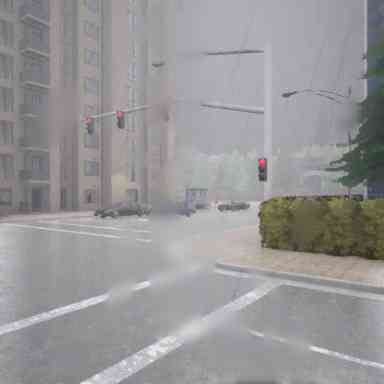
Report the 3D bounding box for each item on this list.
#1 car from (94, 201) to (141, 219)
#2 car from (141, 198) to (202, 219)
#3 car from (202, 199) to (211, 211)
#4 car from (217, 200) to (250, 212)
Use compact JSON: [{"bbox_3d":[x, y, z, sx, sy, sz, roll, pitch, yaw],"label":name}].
[{"bbox_3d":[-6.042,1.547,29.480,2.033,1.411,5.357,0,0,36],"label":"car"},{"bbox_3d":[-1.706,1.547,29.485,2.033,1.411,5.357,0,0,36],"label":"car"},{"bbox_3d":[0.236,1.491,38.074,2.128,1.511,4.902,0,0,36],"label":"car"},{"bbox_3d":[4.830,1.601,38.425,1.895,1.301,4.718,0,0,36],"label":"car"}]
